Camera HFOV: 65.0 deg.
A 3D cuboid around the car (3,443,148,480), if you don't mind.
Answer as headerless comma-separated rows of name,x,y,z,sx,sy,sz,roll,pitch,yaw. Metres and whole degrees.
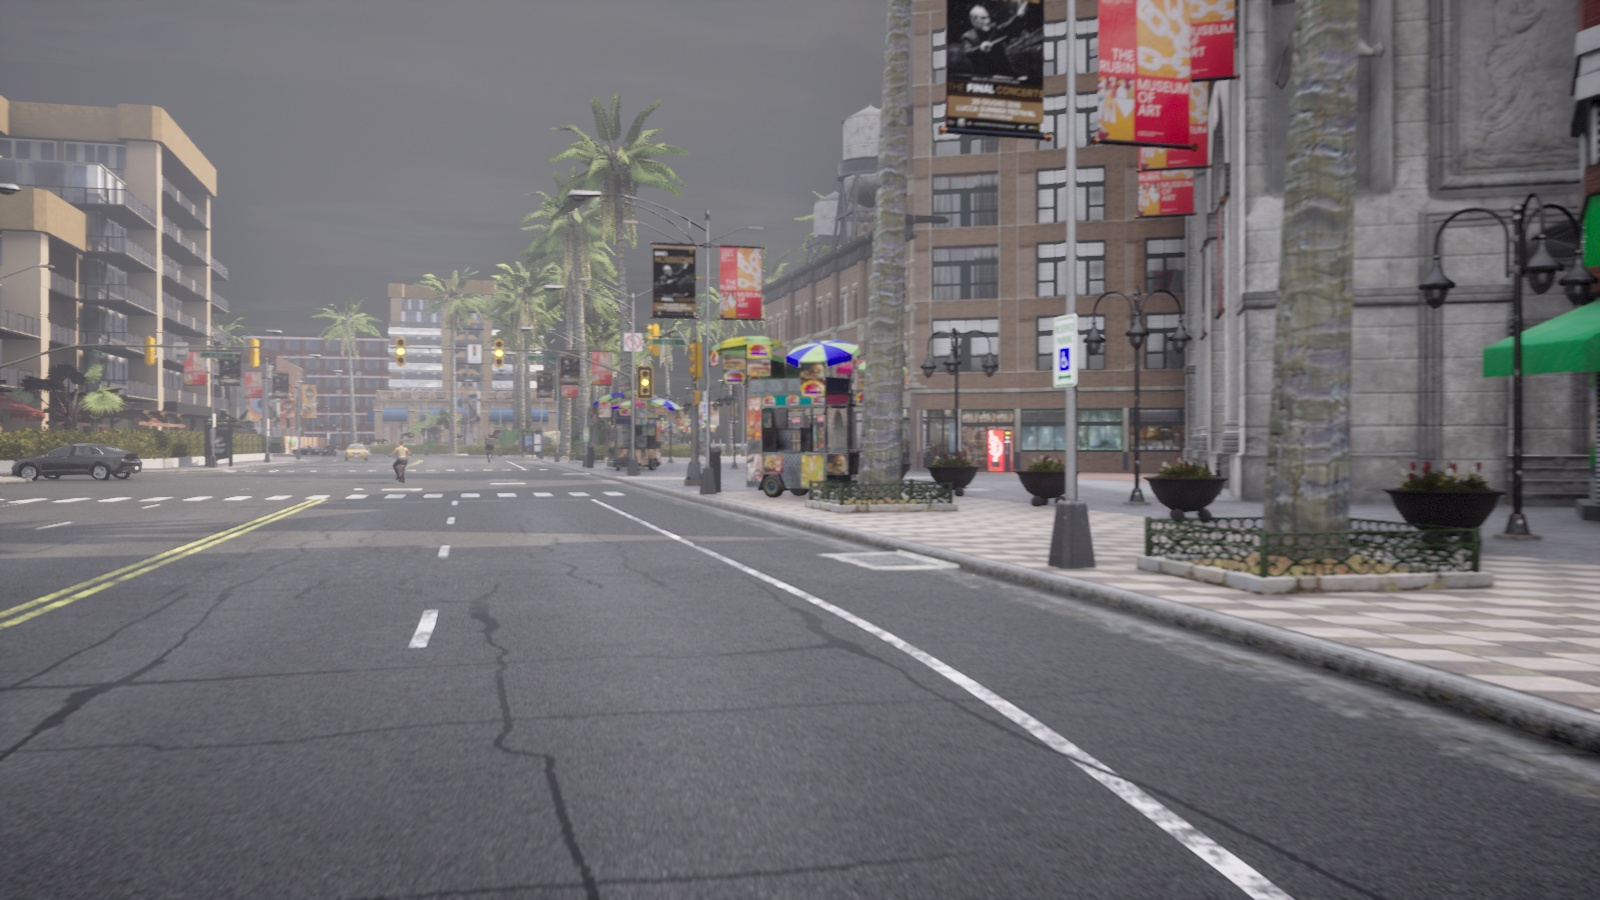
car,-29.835,0.461,51.809,4.892,1.490,1.837,0,0,-2
